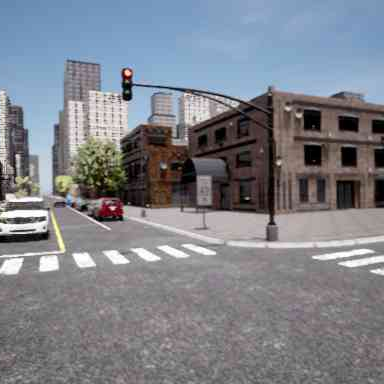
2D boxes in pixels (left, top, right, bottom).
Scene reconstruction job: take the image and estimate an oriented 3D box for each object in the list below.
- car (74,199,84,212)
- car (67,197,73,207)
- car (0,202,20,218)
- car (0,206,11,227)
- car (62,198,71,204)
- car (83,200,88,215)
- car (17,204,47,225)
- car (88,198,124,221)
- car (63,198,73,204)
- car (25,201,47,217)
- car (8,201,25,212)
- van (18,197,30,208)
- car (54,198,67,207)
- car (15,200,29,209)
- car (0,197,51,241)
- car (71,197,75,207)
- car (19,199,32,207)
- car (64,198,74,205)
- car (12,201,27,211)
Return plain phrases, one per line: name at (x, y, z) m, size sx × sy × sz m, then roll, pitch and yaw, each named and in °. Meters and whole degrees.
car at (-13.848, 1.810, 43.418) m, size 1.947 × 1.339 × 4.313 m, roll -1°, pitch 0°, yaw -24°
car at (-20.527, 1.954, 58.587) m, size 1.802 × 1.307 × 4.206 m, roll -1°, pitch 0°, yaw -24°
car at (-19.222, 1.838, 34.828) m, size 1.752 × 1.417 × 4.829 m, roll -1°, pitch 0°, yaw -24°
car at (-14.837, 1.800, 24.870) m, size 1.947 × 1.339 × 4.313 m, roll -1°, pitch 0°, yaw -24°
car at (-31.660, 2.166, 83.871) m, size 1.947 × 1.339 × 4.313 m, roll -1°, pitch 0°, yaw -24°
car at (-9.395, 1.730, 33.304) m, size 1.947 × 1.339 × 4.313 m, roll -1°, pitch 0°, yaw -24°
car at (-13.077, 1.776, 27.379) m, size 1.994 × 1.385 × 4.181 m, roll -1°, pitch 0°, yaw -23°
car at (-7.172, 1.440, 28.248) m, size 2.192 × 1.841 × 5.009 m, roll -1°, pitch 0°, yaw -24°
car at (-29.433, 2.136, 78.814) m, size 1.802 × 1.307 × 4.206 m, roll -1°, pitch 0°, yaw -24°
car at (-17.180, 1.832, 36.862) m, size 2.033 × 1.411 × 5.357 m, roll -1°, pitch 0°, yaw -24°
car at (-23.743, 1.978, 45.097) m, size 1.802 × 1.307 × 4.206 m, roll -1°, pitch 0°, yaw -24°
van at (-30.426, 1.867, 60.267) m, size 1.690 × 1.788 × 3.998 m, roll -1°, pitch 0°, yaw -24°
car at (-23.539, 1.910, 59.002) m, size 2.128 × 1.511 × 4.902 m, roll -1°, pitch 0°, yaw -24°
car at (-28.128, 2.005, 55.054) m, size 1.752 × 1.417 × 4.829 m, roll -1°, pitch 0°, yaw -24°
car at (-9.049, 1.363, 18.173) m, size 2.150 × 2.045 × 5.566 m, roll -1°, pitch 0°, yaw -24°
car at (-16.075, 1.837, 48.474) m, size 2.008 × 1.369 × 4.403 m, roll -1°, pitch 0°, yaw -24°
car at (-32.650, 2.122, 65.323) m, size 2.008 × 1.369 × 4.403 m, roll -1°, pitch 0°, yaw -24°
car at (-27.276, 2.034, 73.913) m, size 1.752 × 1.417 × 4.829 m, roll -1°, pitch 0°, yaw -24°
car at (-25.969, 2.020, 50.153) m, size 1.802 × 1.307 × 4.206 m, roll -1°, pitch 0°, yaw -24°
